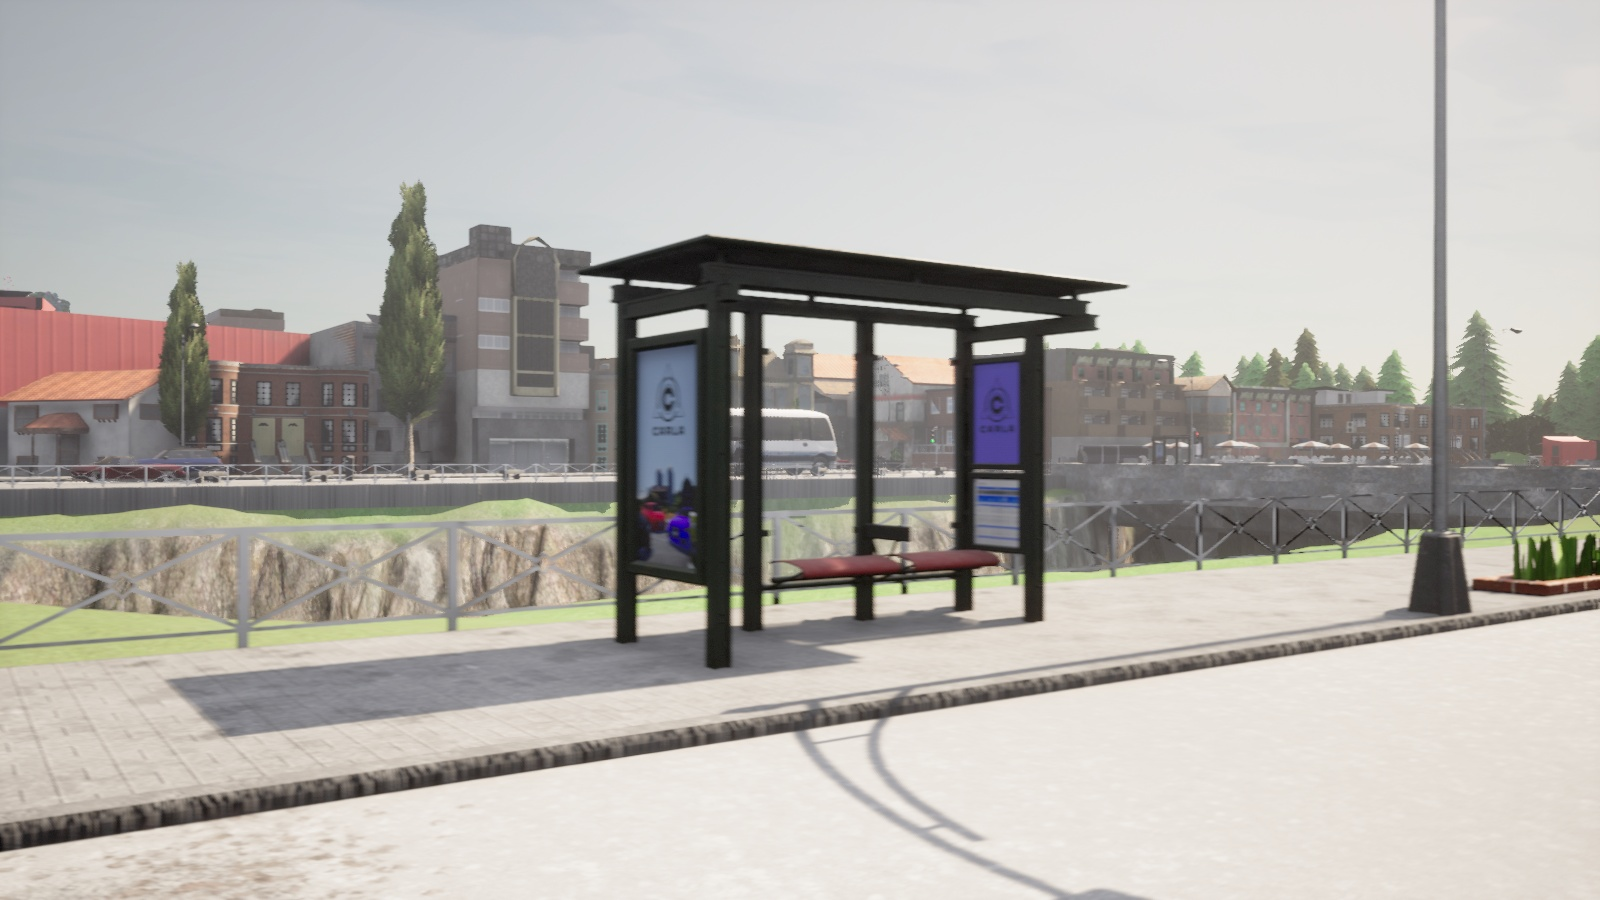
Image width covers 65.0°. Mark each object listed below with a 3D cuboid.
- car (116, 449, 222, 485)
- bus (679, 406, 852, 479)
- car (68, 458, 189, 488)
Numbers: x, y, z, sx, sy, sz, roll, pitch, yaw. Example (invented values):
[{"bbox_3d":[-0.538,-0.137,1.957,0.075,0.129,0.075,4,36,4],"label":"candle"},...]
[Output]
[{"bbox_3d":[-31.347,0.823,62.411,4.553,1.767,2.097,0,0,-32],"label":"car"},{"bbox_3d":[-2.075,-0.436,78.013,10.273,4.253,3.944,0,0,-36],"label":"bus"},{"bbox_3d":[-30.949,1.053,57.911,4.718,1.301,1.895,0,0,-35],"label":"car"}]
